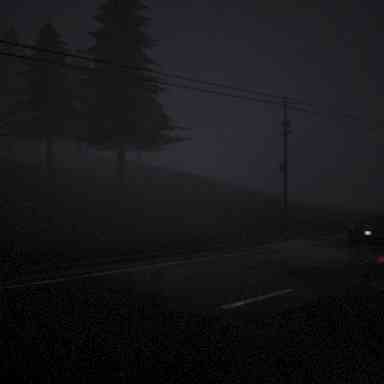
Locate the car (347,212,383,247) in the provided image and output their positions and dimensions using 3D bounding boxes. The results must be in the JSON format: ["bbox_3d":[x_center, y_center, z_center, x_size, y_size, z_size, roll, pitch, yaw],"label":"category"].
[{"bbox_3d":[8.437,1.563,14.152,4.181,1.385,1.994,0,0,-37],"label":"car"}]
